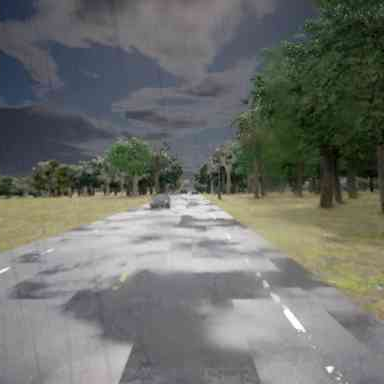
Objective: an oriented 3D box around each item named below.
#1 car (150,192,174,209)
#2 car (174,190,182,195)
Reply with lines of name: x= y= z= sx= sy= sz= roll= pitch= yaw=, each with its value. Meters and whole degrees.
car: x=-3.582 y=1.020 z=38.538 sx=2.097 sy=1.767 sz=4.553 roll=0 pitch=1 yaw=0
car: x=-3.485 y=0.124 z=79.175 sx=2.097 sy=1.767 sz=4.553 roll=0 pitch=1 yaw=0
